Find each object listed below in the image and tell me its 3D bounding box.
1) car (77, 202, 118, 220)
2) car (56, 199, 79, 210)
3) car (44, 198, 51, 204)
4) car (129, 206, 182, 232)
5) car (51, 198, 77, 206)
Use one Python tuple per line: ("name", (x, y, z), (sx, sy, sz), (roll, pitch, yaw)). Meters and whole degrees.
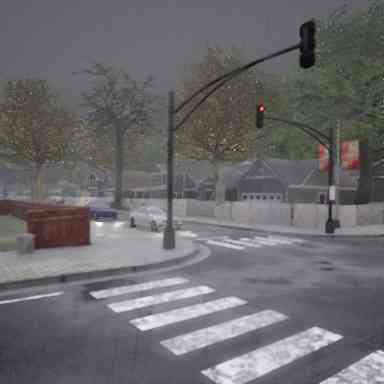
("car", (-8.320, 1.642, 29.773), (1.882, 1.535, 5.008), (1, -1, -36))
("car", (-18.208, 1.819, 48.551), (1.994, 1.385, 4.181), (1, -1, -35))
("car", (-23.875, 1.766, 56.354), (2.128, 1.511, 4.902), (1, -1, -36))
("car", (-2.475, 1.676, 21.609), (1.812, 1.442, 4.674), (1, -1, -36))
("car", (-14.315, 1.659, 38.149), (1.882, 1.535, 5.008), (1, -1, -35))
